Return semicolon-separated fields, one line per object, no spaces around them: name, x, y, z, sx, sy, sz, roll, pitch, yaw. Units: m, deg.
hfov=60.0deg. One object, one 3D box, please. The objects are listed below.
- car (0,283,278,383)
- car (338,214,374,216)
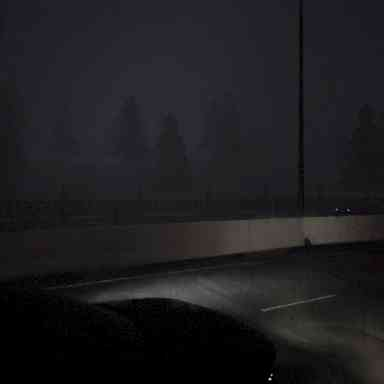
car;-1.546;1.477;2.410;5.008;1.535;1.882;0;0;-32
car;14.765;1.590;28.674;4.718;1.301;1.895;0;0;-16
